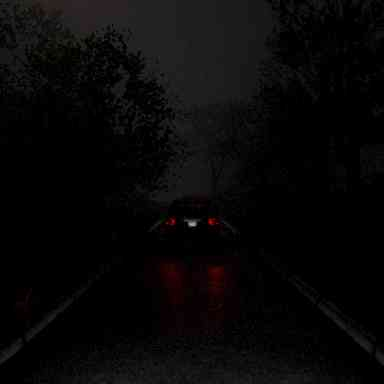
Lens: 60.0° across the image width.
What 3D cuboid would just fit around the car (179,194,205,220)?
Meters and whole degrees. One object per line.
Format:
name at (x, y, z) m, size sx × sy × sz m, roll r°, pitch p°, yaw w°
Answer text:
car at (-0.033, 1.261, 29.689) m, size 2.150 × 2.045 × 5.566 m, roll 0°, pitch 0°, yaw 0°

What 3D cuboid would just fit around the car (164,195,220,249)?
car at (0.015, 1.258, 14.687) m, size 2.150 × 2.045 × 5.566 m, roll 0°, pitch 0°, yaw 0°
